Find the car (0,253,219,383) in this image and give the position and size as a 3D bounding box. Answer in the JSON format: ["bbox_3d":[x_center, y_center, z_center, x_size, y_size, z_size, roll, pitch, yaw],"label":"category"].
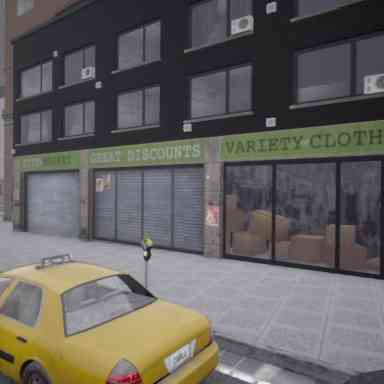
[{"bbox_3d":[-1.990,1.524,4.502,4.829,1.417,1.752,0,1,35],"label":"car"}]

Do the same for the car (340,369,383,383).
[{"bbox_3d":[2.701,1.551,1.167,4.403,1.369,2.008,0,1,35],"label":"car"}]
